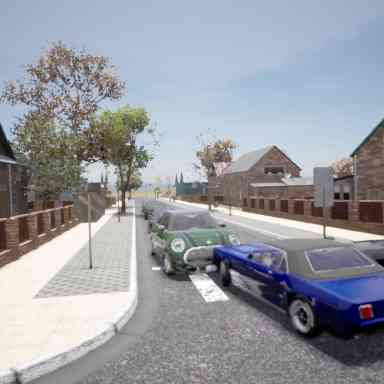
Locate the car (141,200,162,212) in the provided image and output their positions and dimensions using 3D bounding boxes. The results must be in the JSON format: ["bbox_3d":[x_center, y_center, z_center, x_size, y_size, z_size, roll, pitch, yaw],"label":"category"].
[{"bbox_3d":[-3.387,1.559,30.028,1.882,1.535,5.008,-2,0,-10],"label":"car"}]

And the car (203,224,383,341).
[{"bbox_3d":[2.058,1.582,6.690,1.895,1.301,4.718,-1,1,-20],"label":"car"}]

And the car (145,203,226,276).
[{"bbox_3d":[-0.078,1.390,10.718,2.097,1.767,4.553,-2,0,-15],"label":"car"}]

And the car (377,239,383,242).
[{"bbox_3d":[5.557,1.436,7.054,5.357,1.411,2.033,-1,0,41],"label":"car"}]

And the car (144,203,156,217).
[{"bbox_3d":[-1.691,1.621,20.257,1.994,1.385,4.181,-2,0,-10],"label":"car"}]

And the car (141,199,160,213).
[{"bbox_3d":[-5.154,1.654,40.360,2.033,1.411,5.357,-2,0,-10],"label":"car"}]
